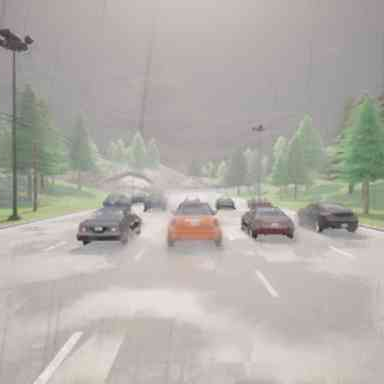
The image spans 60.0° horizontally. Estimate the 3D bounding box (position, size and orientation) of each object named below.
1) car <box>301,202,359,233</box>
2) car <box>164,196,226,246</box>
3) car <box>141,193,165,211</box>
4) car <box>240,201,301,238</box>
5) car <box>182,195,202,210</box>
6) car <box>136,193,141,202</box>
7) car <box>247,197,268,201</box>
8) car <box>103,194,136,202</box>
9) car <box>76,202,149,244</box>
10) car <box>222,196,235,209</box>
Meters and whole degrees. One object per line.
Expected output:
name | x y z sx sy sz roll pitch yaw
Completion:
car | 7.093 1.283 17.886 1.837 1.490 4.892 0 1 0
car | 0.095 1.171 14.432 2.097 1.767 4.553 0 1 0
car | -3.496 0.935 33.373 2.097 1.767 4.553 0 1 0
car | 3.593 1.359 16.405 1.994 1.385 4.181 0 1 0
car | 0.031 1.114 36.154 1.994 1.385 4.181 0 1 1
car | -6.979 0.940 45.423 1.837 1.490 4.892 0 1 1
car | 7.023 1.160 35.442 1.895 1.301 4.718 0 1 1
car | -7.012 0.957 31.555 2.097 1.767 4.553 0 1 0
car | -3.406 1.363 14.627 2.033 1.411 5.357 0 1 0
car | 3.533 1.113 36.277 1.994 1.385 4.181 0 1 1
